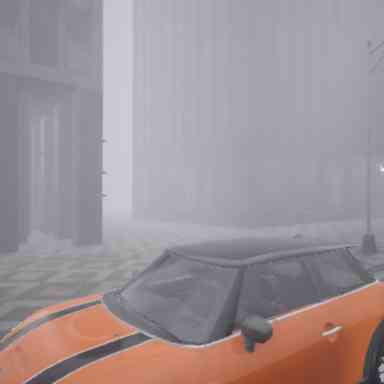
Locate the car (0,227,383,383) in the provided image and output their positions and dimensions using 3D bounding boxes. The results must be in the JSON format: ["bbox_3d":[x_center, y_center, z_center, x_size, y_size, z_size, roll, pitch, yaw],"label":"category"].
[{"bbox_3d":[0.276,1.353,3.574,4.553,1.767,2.097,0,0,-35],"label":"car"}]
